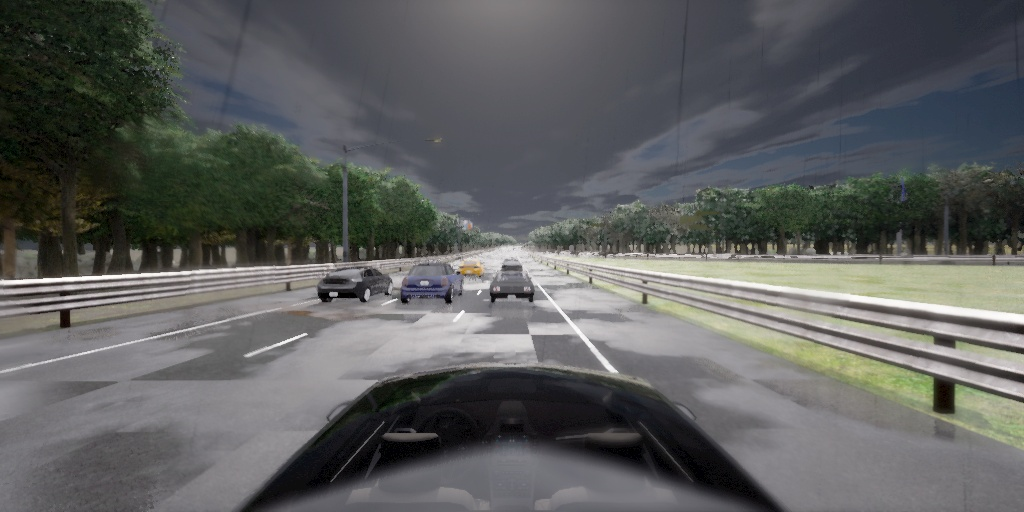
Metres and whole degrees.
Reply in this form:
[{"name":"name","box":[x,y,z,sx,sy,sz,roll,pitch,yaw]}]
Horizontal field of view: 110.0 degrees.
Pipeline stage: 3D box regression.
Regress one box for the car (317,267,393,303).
[{"name":"car","box":[-7.000,1.239,16.497,1.837,1.490,4.892,0,0,0]}]

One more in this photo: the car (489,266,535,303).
[{"name":"car","box":[0.000,1.339,16.528,1.895,1.301,4.718,0,0,0]}]

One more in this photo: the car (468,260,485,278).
[{"name":"car","box":[-3.501,1.072,31.491,1.882,1.535,5.008,0,1,0]}]

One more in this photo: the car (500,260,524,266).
[{"name":"car","box":[-0.001,1.072,31.491,1.882,1.535,5.008,0,1,0]}]

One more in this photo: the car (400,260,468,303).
[{"name":"car","box":[-3.500,1.089,16.466,2.097,1.767,4.553,0,0,0]}]
